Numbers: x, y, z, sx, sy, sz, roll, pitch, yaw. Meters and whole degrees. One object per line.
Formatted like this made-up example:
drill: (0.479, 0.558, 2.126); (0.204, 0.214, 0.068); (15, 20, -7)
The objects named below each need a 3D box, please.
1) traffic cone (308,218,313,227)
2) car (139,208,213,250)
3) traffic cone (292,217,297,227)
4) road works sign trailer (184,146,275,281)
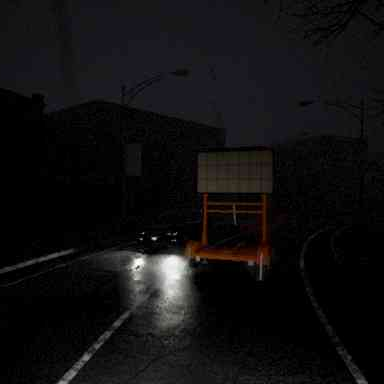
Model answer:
traffic cone: (7.669, 1.979, 21.525); (0.340, 0.580, 0.340); (1, 0, 23)
car: (-0.513, 1.481, 14.570); (1.837, 1.490, 4.892); (0, 0, 22)
traffic cone: (6.748, 1.967, 21.914); (0.340, 0.580, 0.340); (1, 0, 23)
road works sign trailer: (1.319, 0.460, 10.119); (2.380, 3.560, 2.880); (0, 0, 21)
